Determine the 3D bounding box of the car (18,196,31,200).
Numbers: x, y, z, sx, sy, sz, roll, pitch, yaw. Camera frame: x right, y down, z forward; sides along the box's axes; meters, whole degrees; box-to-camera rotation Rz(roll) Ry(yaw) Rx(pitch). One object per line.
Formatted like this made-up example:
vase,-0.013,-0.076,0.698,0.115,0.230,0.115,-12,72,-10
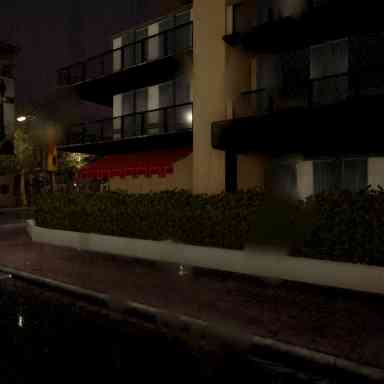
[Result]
car,-35.664,1.481,67.686,4.892,1.521,2.231,0,0,36
